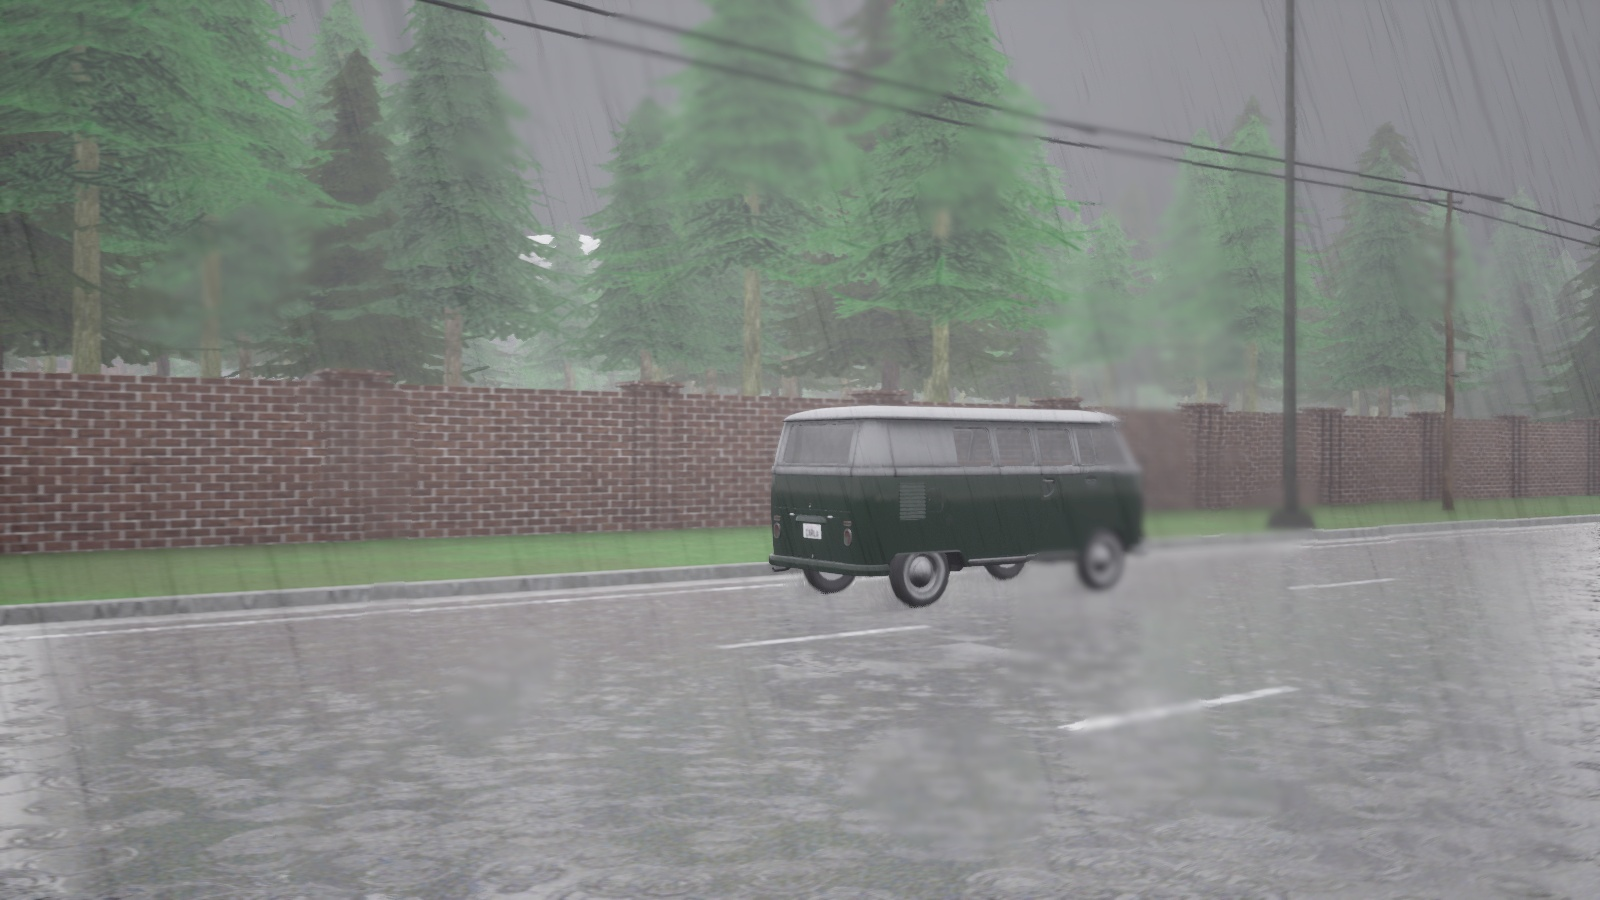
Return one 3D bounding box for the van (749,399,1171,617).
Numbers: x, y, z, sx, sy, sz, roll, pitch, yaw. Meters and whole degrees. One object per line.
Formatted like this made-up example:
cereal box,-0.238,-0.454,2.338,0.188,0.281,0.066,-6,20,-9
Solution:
van,1.804,0.527,13.444,4.442,1.987,1.775,0,0,-35
